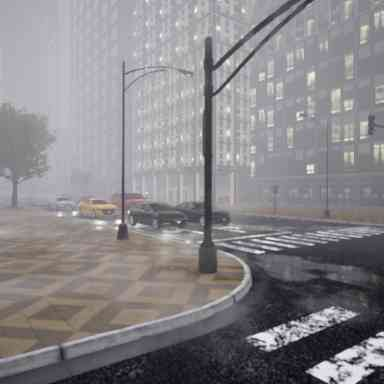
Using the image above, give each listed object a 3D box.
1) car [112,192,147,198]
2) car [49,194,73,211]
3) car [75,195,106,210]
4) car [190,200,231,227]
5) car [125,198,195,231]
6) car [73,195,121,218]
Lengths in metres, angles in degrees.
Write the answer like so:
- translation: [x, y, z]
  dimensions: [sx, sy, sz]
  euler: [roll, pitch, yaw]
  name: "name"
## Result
- translation: [-5.514, 1.007, 29.726]
  dimensions: [2.150, 2.045, 5.566]
  euler: [0, 0, -37]
  name: "car"
- translation: [-13.932, 1.215, 35.605]
  dimensions: [1.812, 1.442, 4.674]
  euler: [0, 0, -37]
  name: "car"
- translation: [-11.679, 1.176, 38.023]
  dimensions: [1.882, 1.535, 5.008]
  euler: [0, 0, -37]
  name: "car"
- translation: [0.421, 1.343, 21.763]
  dimensions: [1.882, 1.535, 5.008]
  euler: [0, 0, -37]
  name: "car"
- translation: [-2.153, 1.356, 19.777]
  dimensions: [1.837, 1.490, 4.892]
  euler: [0, 0, -37]
  name: "car"
- translation: [-7.808, 1.253, 27.371]
  dimensions: [1.882, 1.535, 5.008]
  euler: [0, 0, -37]
  name: "car"
